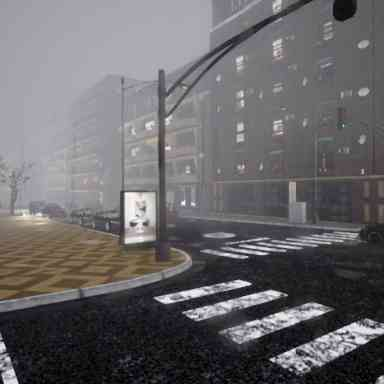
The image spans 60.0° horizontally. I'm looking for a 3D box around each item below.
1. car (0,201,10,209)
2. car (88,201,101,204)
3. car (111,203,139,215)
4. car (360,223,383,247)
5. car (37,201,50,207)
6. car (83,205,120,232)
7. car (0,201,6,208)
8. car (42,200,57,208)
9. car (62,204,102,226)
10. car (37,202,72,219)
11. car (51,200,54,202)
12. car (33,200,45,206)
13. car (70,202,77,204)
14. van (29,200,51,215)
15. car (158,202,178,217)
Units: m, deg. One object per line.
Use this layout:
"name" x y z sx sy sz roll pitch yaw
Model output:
"car" -38.171 2.702 68.267 2.008 1.369 4.403 -2 0 -36
"car" -15.054 2.117 50.627 1.967 1.590 4.097 -2 0 -36
"car" -8.459 2.095 41.648 1.802 1.307 4.206 -2 0 -36
"car" 8.952 1.562 13.080 1.994 1.385 4.181 0 0 -36
"car" -34.647 2.734 77.692 1.947 1.339 4.313 -2 0 -36
"car" -5.619 1.887 23.078 2.008 1.369 4.403 -2 0 -36
"car" -44.702 2.861 77.290 1.887 1.381 4.507 -2 0 -36
"car" -31.385 2.526 73.180 1.967 1.590 4.097 -2 0 -36
"car" -8.885 1.968 27.589 2.008 1.369 4.403 -2 0 -36
"car" -14.964 2.114 36.064 1.887 1.381 4.507 -2 0 -36
"car" -25.430 2.468 60.555 1.994 1.385 4.181 -1 -1 -36
"car" -37.913 2.795 82.203 1.887 1.381 4.507 -2 0 -36
"car" -21.585 2.422 59.647 1.802 1.307 4.206 -2 0 -36
"van" -19.884 2.034 42.950 1.690 1.788 3.998 -2 0 -36
"car" -3.201 1.822 34.466 1.967 1.590 4.097 -2 0 -36
